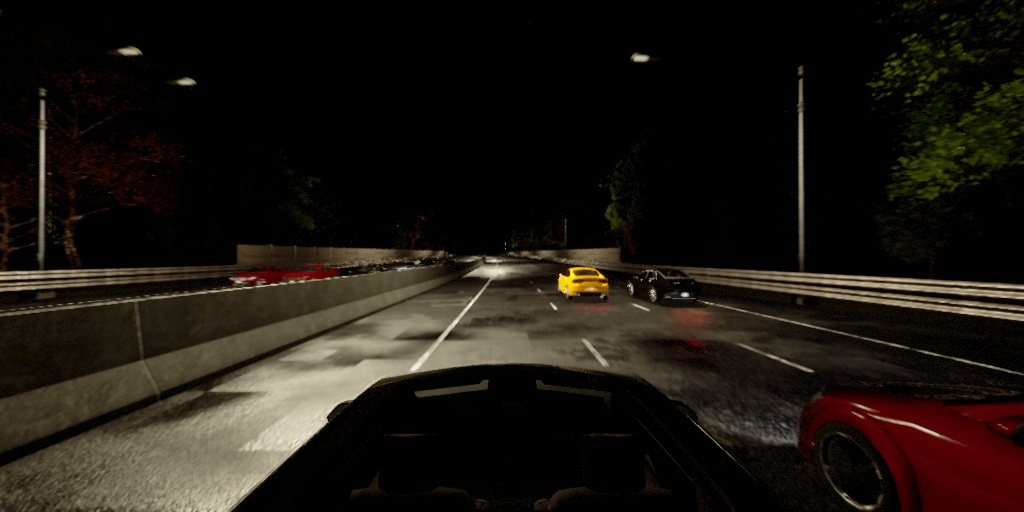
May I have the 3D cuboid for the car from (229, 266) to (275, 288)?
[{"bbox_3d":[-17.709,1.420,25.521,1.812,1.442,4.674,0,0,-1],"label":"car"}]

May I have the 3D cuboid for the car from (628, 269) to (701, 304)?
[{"bbox_3d":[7.056,1.353,17.068,1.837,1.490,4.892,0,0,0],"label":"car"}]

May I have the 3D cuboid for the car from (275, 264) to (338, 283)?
[{"bbox_3d":[-14.211,1.372,25.610,1.882,1.535,5.008,0,0,-1],"label":"car"}]

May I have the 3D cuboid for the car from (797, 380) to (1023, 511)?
[{"bbox_3d":[3.600,1.313,1.541,1.994,1.385,4.181,0,0,0],"label":"car"}]

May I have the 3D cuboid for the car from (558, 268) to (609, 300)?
[{"bbox_3d":[3.545,1.336,18.573,1.882,1.535,5.008,0,0,0],"label":"car"}]

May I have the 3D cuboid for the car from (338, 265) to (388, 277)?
[{"bbox_3d":[-10.723,1.403,26.749,1.837,1.490,4.892,0,0,-1],"label":"car"}]
